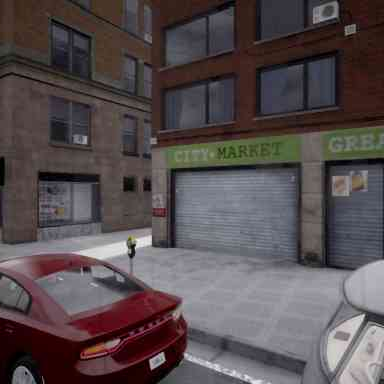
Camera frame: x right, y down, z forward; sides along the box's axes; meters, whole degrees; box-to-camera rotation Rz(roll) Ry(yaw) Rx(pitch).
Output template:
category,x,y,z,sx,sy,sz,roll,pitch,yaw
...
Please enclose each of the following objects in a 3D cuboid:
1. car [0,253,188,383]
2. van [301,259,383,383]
category,x,y,z,sx,sy,sz,roll,pitch,yaw
car,-2.160,1.544,4.615,4.507,1.381,1.887,0,0,35
van,2.450,1.341,1.329,3.998,1.788,1.690,0,0,35
